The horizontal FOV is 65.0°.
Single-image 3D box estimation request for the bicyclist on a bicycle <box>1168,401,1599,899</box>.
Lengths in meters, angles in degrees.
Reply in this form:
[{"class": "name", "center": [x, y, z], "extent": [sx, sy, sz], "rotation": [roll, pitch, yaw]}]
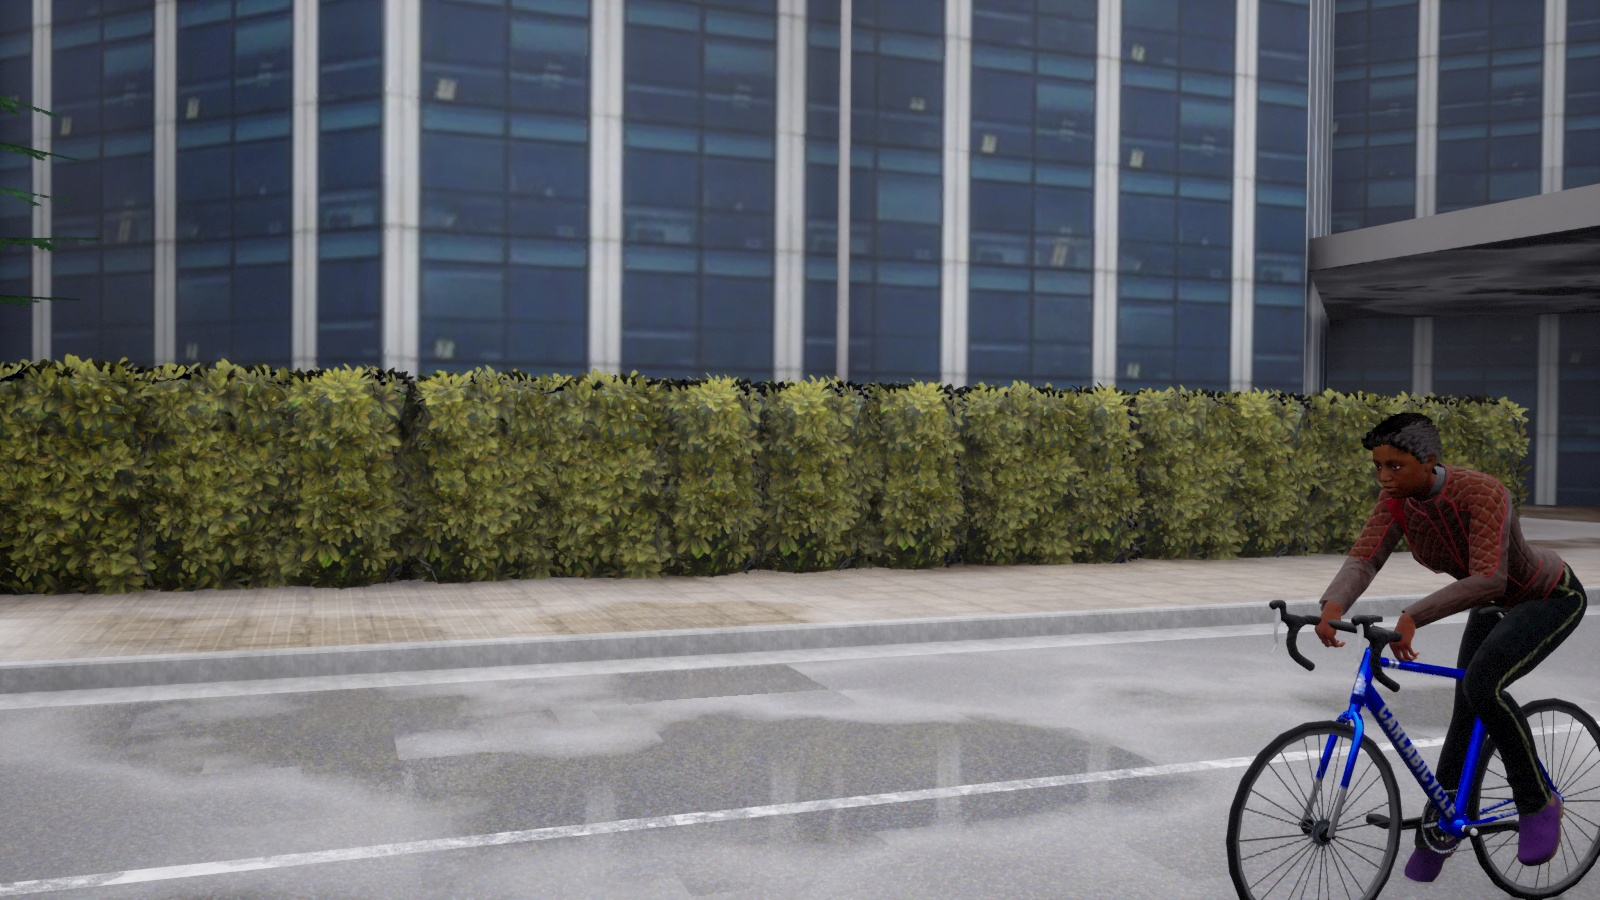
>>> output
[{"class": "bicyclist on a bicycle", "center": [2.059, 0.663, 4.021], "extent": [1.656, 1.620, 0.582], "rotation": [-1, 1, -21]}]
